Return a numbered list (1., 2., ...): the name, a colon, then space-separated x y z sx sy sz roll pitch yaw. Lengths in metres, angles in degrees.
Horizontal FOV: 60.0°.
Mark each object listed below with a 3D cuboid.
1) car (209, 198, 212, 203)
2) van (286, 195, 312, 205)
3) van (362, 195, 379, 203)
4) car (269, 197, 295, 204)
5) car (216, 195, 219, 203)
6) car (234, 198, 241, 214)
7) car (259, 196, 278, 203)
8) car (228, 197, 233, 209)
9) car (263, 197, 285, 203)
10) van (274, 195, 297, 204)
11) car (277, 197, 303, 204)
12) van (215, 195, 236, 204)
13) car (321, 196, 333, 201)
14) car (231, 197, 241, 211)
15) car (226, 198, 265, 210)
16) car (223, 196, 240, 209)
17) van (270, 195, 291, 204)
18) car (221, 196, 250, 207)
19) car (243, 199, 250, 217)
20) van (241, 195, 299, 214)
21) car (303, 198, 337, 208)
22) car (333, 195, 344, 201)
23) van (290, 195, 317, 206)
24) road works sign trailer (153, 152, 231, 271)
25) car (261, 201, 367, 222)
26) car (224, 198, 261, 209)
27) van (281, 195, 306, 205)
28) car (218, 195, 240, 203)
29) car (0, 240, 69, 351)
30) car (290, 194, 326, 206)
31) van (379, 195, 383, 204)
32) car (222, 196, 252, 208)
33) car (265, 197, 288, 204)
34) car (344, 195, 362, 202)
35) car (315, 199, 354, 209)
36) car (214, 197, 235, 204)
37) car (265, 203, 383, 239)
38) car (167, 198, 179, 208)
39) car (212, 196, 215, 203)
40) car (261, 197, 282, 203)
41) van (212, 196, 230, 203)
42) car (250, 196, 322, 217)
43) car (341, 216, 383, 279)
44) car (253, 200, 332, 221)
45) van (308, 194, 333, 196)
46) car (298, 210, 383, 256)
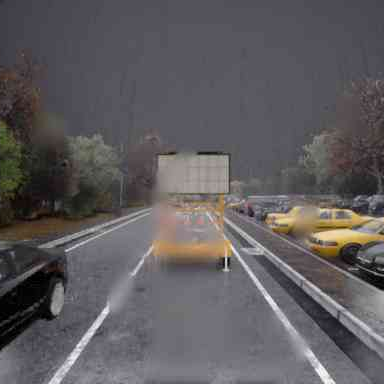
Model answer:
1. car: 7.441 2.096 83.569 5.008 1.535 2.097 0 -1 0
2. van: 20.487 1.506 63.919 4.442 1.987 1.878 0 0 0
3. van: 20.029 1.343 33.450 4.442 1.987 1.878 0 0 0
4. car: 20.268 1.904 74.977 5.366 1.575 1.946 0 -1 0
5. car: 7.246 1.710 58.607 5.008 1.535 2.097 0 0 0
6. car: 7.038 1.606 33.623 4.792 1.488 2.163 0 0 0
7. car: 20.523 2.078 88.829 4.553 1.767 2.185 0 -1 0
8. car: 7.079 1.636 39.175 4.792 1.488 2.163 0 0 0
9. car: 20.508 2.085 83.286 5.008 1.535 2.097 0 -1 0
10. van: 20.315 1.622 72.214 4.442 1.987 1.878 0 -1 0
11. car: 20.416 1.788 69.439 5.008 1.535 2.097 0 -1 0
12. van: 7.237 1.633 72.473 4.442 1.987 1.878 0 -1 0
13. car: 20.222 1.628 44.528 5.008 1.535 2.097 0 0 0
14. car: 7.058 1.621 36.399 4.792 1.488 2.163 0 0 0
15. car: 7.155 1.637 44.727 4.892 1.521 2.231 0 0 0
16. car: 6.943 1.619 41.952 5.366 1.575 1.946 0 0 0
17. van: 20.590 1.741 77.751 4.442 1.987 1.878 0 -1 0
18. car: 7.199 1.570 55.832 4.553 1.767 2.185 0 0 0
19. car: 7.056 1.577 28.070 4.792 1.488 2.163 0 0 0
20. van: 7.163 1.336 30.847 4.442 1.987 1.878 0 0 0
21. car: 20.287 1.713 52.837 4.674 1.452 2.002 0 0 0
22. car: 20.159 1.348 38.989 5.566 2.045 2.435 0 0 0
23. van: 20.468 1.492 61.274 4.442 1.987 1.878 0 0 0
24. road works sign trailer: 0.054 0.483 10.959 2.380 3.560 2.880 0 0 3
25. car: 7.150 1.521 19.749 5.366 1.575 1.946 0 0 0
26. car: 7.163 1.652 47.503 4.892 1.521 2.231 0 0 0
27. van: 20.275 1.522 66.824 4.442 1.987 1.878 0 -1 0
28. car: 7.004 1.663 50.280 5.366 1.575 1.946 0 0 0
29. car: -3.348 1.485 4.525 1.882 1.535 5.008 0 0 0
30. car: 20.302 1.452 58.505 5.566 2.045 2.435 0 0 0
31. van: 20.242 1.329 30.678 4.442 1.987 1.878 0 0 0
32. car: 7.179 1.555 53.056 4.553 1.767 2.185 0 0 0
33. car: 20.487 2.027 80.516 4.892 1.521 2.231 0 -1 0
34. car: 20.138 1.333 36.219 5.566 2.045 2.435 0 0 0
35. car: 20.252 1.684 47.423 4.674 1.452 2.002 0 0 0
36. car: 7.377 1.958 75.241 4.674 1.452 2.002 0 -1 0
37. car: 6.760 1.524 17.099 5.366 1.575 1.946 0 0 0
38. car: -3.078 1.693 53.099 1.837 1.490 4.892 0 0 0
39. car: 7.341 1.504 66.937 5.566 2.045 2.435 0 0 0
40. car: 20.530 2.147 86.181 5.008 1.535 2.097 0 -1 0
41. van: 7.573 1.930 86.349 4.442 1.987 1.878 0 -1 0
42. car: 7.037 1.409 25.297 4.553 1.767 2.185 0 0 0
43. car: 6.889 1.554 8.649 4.892 1.521 2.231 0 0 0
44. car: 6.979 1.527 22.518 4.892 1.521 2.231 0 0 0
45. van: 20.386 1.433 50.194 4.442 1.987 1.878 0 0 0
46. car: 6.718 1.540 11.426 5.366 1.575 1.946 0 0 0
